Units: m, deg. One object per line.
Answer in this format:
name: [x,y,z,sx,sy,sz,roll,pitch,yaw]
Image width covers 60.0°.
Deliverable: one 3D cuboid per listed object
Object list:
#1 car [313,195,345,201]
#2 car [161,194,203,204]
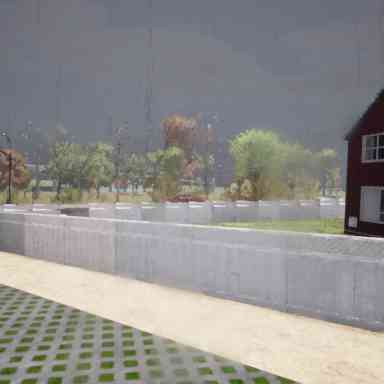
car: [19.024,1.051,45.918,4.718,1.301,1.895,0,2,-18]
car: [-1.151,1.033,39.266,5.008,1.535,1.882,0,2,-18]
